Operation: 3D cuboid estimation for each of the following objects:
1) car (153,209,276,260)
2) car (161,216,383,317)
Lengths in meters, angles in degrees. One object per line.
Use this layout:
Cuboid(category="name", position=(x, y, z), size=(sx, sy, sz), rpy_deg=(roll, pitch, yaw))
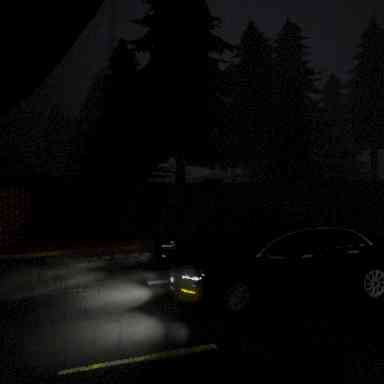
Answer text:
Cuboid(category="car", position=(1.303, 1.339, 10.382), size=(5.008, 1.535, 1.882), rpy_deg=(-1, 0, -13))
Cuboid(category="car", position=(1.979, 1.394, 6.974), size=(4.892, 1.490, 1.837), rpy_deg=(-1, 0, -13))
